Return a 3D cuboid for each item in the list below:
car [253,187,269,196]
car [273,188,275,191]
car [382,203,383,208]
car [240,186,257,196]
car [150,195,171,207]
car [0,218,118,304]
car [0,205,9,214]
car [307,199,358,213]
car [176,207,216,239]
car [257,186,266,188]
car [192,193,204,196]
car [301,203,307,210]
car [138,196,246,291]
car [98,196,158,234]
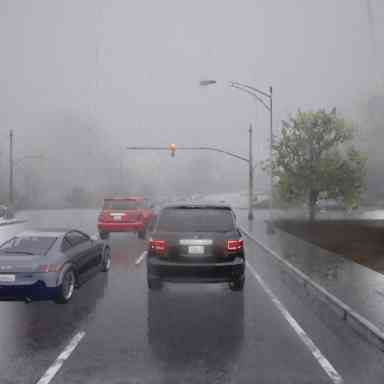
[{"bbox_3d":[17.511,0.264,83.616,1.895,1.301,4.718,0,3,33],"label":"car"},{"bbox_3d":[23.217,-0.477,92.003,2.033,1.411,5.357,0,3,37],"label":"car"},{"bbox_3d":[25.866,1.350,40.497,4.892,1.490,1.837,-2,0,3],"label":"car"},{"bbox_3d":[13.942,0.093,84.488,2.097,1.767,4.553,0,3,33],"label":"car"},{"bbox_3d":[-5.391,1.467,56.892,2.097,1.767,4.553,0,1,16],"label":"car"},{"bbox_3d":[-3.408,1.574,8.211,1.994,1.385,4.181,0,0,2],"label":"car"},{"bbox_3d":[-22.438,1.741,36.034,4.902,1.511,2.128,-1,0,2],"label":"car"},{"bbox_3d":[15.967,1.646,37.556,4.718,1.301,1.895,-1,0,3],"label":"car"},{"bbox_3d":[0.244,1.605,18.443,1.994,1.385,4.181,0,0,2],"label":"car"},{"bbox_3d":[19.620,-0.763,93.023,2.150,2.045,5.566,0,3,37],"label":"car"},{"bbox_3d":[1.164,1.076,75.200,2.128,1.511,4.902,0,2,23],"label":"car"},{"bbox_3d":[16.072,1.549,41.056,4.902,1.511,2.128,-1,0,3],"label":"car"},{"bbox_3d":[0.100,1.234,9.215,2.150,2.045,5.566,0,0,0],"label":"car"},{"bbox_3d":[-3.287,1.260,17.613,2.150,2.045,5.566,0,0,1],"label":"car"}]
